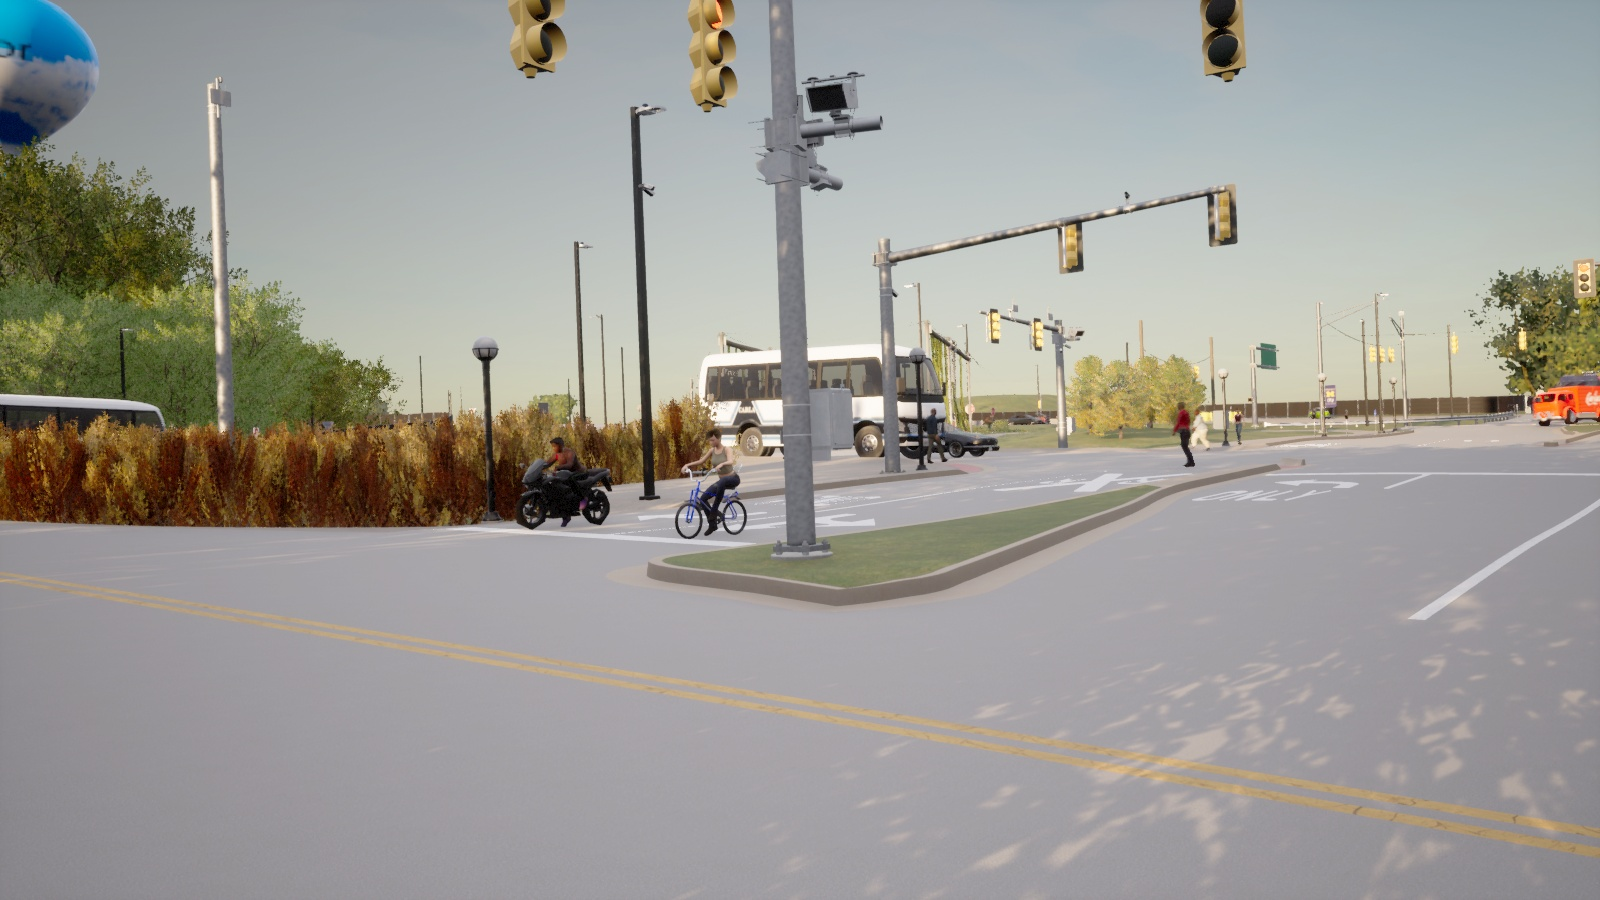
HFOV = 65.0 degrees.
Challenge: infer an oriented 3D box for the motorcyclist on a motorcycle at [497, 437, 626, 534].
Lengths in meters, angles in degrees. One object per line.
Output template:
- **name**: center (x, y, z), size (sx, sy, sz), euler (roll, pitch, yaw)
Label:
- **motorcyclist on a motorcycle**: center (-3.960, 0.558, 20.982), size (0.797, 1.523, 2.044), euler (-1, 0, 39)

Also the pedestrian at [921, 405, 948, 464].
- **pedestrian**: center (4.343, -0.500, 40.535), size (0.726, 1.842, 0.402), euler (-2, 0, -32)

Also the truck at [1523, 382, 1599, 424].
- **truck**: center (49.566, -3.017, 80.630), size (5.204, 2.467, 2.627), euler (-2, -3, -21)

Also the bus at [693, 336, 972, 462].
- **bus**: center (1.021, -1.757, 47.453), size (10.273, 4.253, 3.944), euler (0, 1, 41)

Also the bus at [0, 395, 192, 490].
- **bus**: center (-35.594, -0.273, 61.473), size (3.944, 4.253, 10.273), euler (-2, -1, 25)

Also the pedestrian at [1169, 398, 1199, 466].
- **pedestrian**: center (10.556, -0.495, 34.549), size (0.636, 1.846, 0.331), euler (-3, 0, 44)

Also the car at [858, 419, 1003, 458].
- **car**: center (5.063, -0.437, 49.106), size (5.357, 1.411, 2.033), euler (0, 1, 37)

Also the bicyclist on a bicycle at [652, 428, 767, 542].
- **bicyclist on a bicycle**: center (-1.330, 0.497, 18.664), size (0.866, 1.612, 1.509), euler (-1, 0, 41)

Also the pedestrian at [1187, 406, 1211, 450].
- **pedestrian**: center (17.277, -0.939, 54.375), size (0.900, 1.855, 0.874), euler (-2, 0, 18)

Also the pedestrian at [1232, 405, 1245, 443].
- **pedestrian**: center (21.439, -1.258, 61.429), size (0.345, 1.836, 0.594), euler (-3, 0, 38)
